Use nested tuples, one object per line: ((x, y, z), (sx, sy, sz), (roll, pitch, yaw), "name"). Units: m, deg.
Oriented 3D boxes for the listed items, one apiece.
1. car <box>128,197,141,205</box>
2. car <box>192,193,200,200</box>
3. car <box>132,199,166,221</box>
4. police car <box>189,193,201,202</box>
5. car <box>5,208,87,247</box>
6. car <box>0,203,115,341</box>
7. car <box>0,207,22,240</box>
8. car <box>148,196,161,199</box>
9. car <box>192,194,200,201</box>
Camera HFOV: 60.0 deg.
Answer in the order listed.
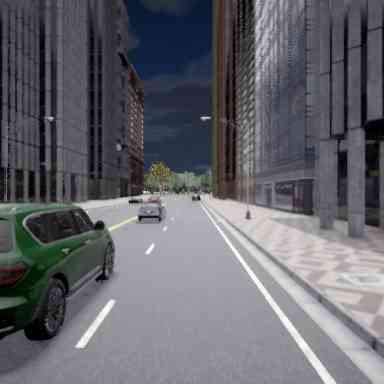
((-9.796, 1.516, 57.859), (1.895, 1.301, 4.718), (0, 0, 1), "car")
((0.960, 1.208, 89.878), (2.097, 1.767, 4.553), (0, 0, 0), "car")
((-3.154, 1.513, 26.702), (2.033, 1.411, 5.357), (0, 0, 0), "car")
((0.962, 1.311, 74.018), (1.930, 1.638, 5.238), (0, 0, 0), "police car")
((-6.603, 1.544, 15.635), (1.994, 1.385, 4.181), (0, 0, 0), "car")
((-3.153, 1.212, 6.636), (2.150, 2.045, 5.566), (0, 0, 0), "car")
((-9.853, 1.506, 15.197), (1.812, 1.442, 4.674), (0, 0, 0), "car")
((-6.551, 1.393, 57.917), (1.882, 1.535, 5.008), (0, 0, 1), "car")
((0.961, 1.322, 84.098), (1.801, 1.575, 5.366), (0, 0, 0), "car")
